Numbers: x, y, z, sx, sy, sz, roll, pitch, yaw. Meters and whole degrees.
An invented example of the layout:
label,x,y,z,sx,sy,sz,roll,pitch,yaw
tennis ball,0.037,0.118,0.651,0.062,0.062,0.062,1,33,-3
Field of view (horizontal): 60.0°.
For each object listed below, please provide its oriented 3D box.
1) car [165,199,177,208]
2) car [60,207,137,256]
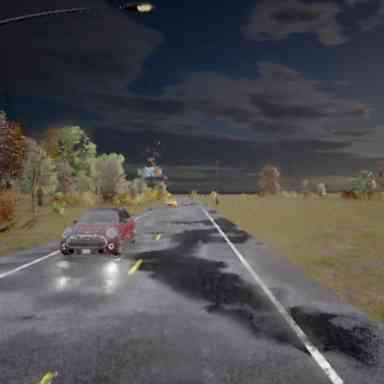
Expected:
label,x,y,z,sx,sy,sz,roll,pitch,yaw
car,-3.560,1.893,56.580,1.882,1.535,5.008,0,0,1
car,-3.604,1.452,13.564,2.097,1.767,4.553,0,0,0
